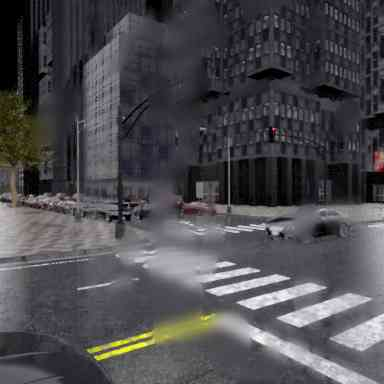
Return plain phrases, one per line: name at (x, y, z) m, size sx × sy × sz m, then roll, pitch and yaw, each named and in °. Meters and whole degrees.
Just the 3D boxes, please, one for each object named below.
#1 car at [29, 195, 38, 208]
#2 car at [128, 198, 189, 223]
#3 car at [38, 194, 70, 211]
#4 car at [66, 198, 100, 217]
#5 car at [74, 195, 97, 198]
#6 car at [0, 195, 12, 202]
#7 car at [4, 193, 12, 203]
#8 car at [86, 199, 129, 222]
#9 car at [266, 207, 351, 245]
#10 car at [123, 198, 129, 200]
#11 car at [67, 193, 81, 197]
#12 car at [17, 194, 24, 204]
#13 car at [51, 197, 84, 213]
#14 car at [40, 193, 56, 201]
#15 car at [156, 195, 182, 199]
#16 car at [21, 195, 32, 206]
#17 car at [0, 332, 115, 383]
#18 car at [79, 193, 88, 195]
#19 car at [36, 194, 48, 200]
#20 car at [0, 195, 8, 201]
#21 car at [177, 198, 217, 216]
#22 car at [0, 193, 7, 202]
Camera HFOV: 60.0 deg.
car at (-19.712, 1.459, 43.874) m, size 1.802 × 1.307 × 4.206 m, roll 0°, pitch 0°, yaw -37°
car at (-2.702, 1.485, 25.605) m, size 2.033 × 1.411 × 5.357 m, roll 0°, pitch 0°, yaw -34°
car at (-16.354, 1.331, 39.342) m, size 1.967 × 1.590 × 4.097 m, roll 0°, pitch 0°, yaw -37°
car at (-9.639, 1.491, 30.282) m, size 1.947 × 1.339 × 4.313 m, roll 0°, pitch 0°, yaw -37°
car at (-10.815, 1.384, 36.494) m, size 2.128 × 1.511 × 4.902 m, roll 0°, pitch 0°, yaw -37°
car at (-39.860, 1.379, 71.060) m, size 1.947 × 1.339 × 4.313 m, roll 0°, pitch 0°, yaw -37°
car at (-33.144, 1.377, 61.998) m, size 1.887 × 1.381 × 4.507 m, roll 0°, pitch 0°, yaw -37°
car at (-6.280, 1.511, 25.751) m, size 1.947 × 1.339 × 4.313 m, roll 0°, pitch 0°, yaw -37°
car at (5.546, 1.474, 15.662) m, size 4.902 × 1.511 × 2.128 m, roll 0°, pitch 0°, yaw -36°
car at (-6.145, 1.428, 39.886) m, size 1.947 × 1.339 × 4.313 m, roll 0°, pitch 0°, yaw -37°
car at (-19.576, 1.122, 58.006) m, size 2.192 × 1.841 × 5.009 m, roll 0°, pitch 0°, yaw -37°
car at (-26.428, 1.418, 52.936) m, size 1.947 × 1.339 × 4.313 m, roll 0°, pitch 0°, yaw -37°
car at (-12.996, 1.489, 34.813) m, size 1.802 × 1.307 × 4.206 m, roll 0°, pitch 0°, yaw -37°
car at (-33.005, 1.082, 76.128) m, size 2.192 × 1.841 × 5.009 m, roll 0°, pitch 0°, yaw -37°
car at (-2.788, 1.194, 35.355) m, size 2.192 × 1.841 × 5.009 m, roll 0°, pitch 0°, yaw -37°
car at (-22.968, 1.390, 48.268) m, size 1.752 × 1.417 × 4.829 m, roll 0°, pitch 0°, yaw -37°
car at (-2.709, 1.505, 1.488) m, size 4.892 × 1.490 × 1.837 m, roll 0°, pitch 0°, yaw -37°
car at (-16.217, 1.363, 53.476) m, size 1.887 × 1.381 × 4.507 m, roll 0°, pitch 0°, yaw -37°
car at (-36.463, 1.285, 80.794) m, size 1.752 × 1.417 × 4.829 m, roll 0°, pitch 0°, yaw -37°
car at (-43.217, 1.387, 75.590) m, size 1.802 × 1.307 × 4.206 m, roll 0°, pitch 0°, yaw -37°
car at (0.570, 1.481, 30.825) m, size 1.802 × 1.307 × 4.206 m, roll 0°, pitch 0°, yaw -37°
car at (-36.502, 1.138, 66.528) m, size 2.192 × 1.841 × 5.009 m, roll 0°, pitch 0°, yaw -37°
